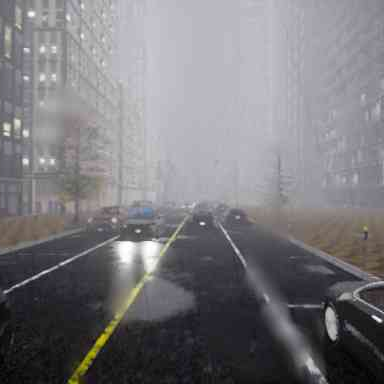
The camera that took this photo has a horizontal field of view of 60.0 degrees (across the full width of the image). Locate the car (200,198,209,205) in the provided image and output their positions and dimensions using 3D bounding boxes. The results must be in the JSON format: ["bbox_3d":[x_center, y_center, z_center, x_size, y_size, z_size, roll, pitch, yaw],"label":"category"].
[{"bbox_3d":[3.306,2.384,88.685,2.097,1.767,4.553,0,-1,2],"label":"car"}]

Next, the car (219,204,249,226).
[{"bbox_3d":[3.389,1.894,26.286,1.947,1.339,4.313,0,-1,2],"label":"car"}]

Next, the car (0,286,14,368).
[{"bbox_3d":[-3.079,1.495,1.971,2.128,1.511,4.902,0,-1,2],"label":"car"}]

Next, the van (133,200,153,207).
[{"bbox_3d":[-4.832,1.681,32.171,1.690,1.788,3.998,0,-1,2],"label":"van"}]

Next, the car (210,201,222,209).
[{"bbox_3d":[4.338,2.285,60.126,1.947,1.339,4.313,0,-1,2],"label":"car"}]

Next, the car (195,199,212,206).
[{"bbox_3d":[1.341,2.096,45.479,1.994,1.385,4.181,0,-1,2],"label":"car"}]

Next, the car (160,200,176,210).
[{"bbox_3d":[-4.197,2.181,54.723,1.802,1.307,4.206,0,-1,2],"label":"car"}]

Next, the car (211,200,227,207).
[{"bbox_3d":[3.864,2.090,43.206,1.947,1.339,4.313,0,-1,2],"label":"car"}]

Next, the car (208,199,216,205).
[{"bbox_3d":[4.971,2.521,82.687,1.887,1.381,4.507,0,-1,2],"label":"car"}]

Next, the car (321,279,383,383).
[{"bbox_3d":[2.885,1.615,3.724,2.008,1.369,4.403,0,-1,2],"label":"car"}]

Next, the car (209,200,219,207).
[{"bbox_3d":[4.655,2.414,71.407,1.947,1.339,4.313,0,-1,2],"label":"car"}]

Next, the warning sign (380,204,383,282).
[{"bbox_3d":[5.263,1.241,7.622,1.300,1.860,1.060,1,0,2],"label":"warning sign"}]

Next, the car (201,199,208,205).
[{"bbox_3d":[3.108,2.470,82.717,1.837,1.490,4.892,0,-1,2],"label":"car"}]

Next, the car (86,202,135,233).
[{"bbox_3d":[-5.147,1.648,20.892,1.967,1.590,4.097,0,-1,2],"label":"car"}]

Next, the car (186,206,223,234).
[{"bbox_3d":[0.660,1.814,21.109,1.994,1.385,4.181,0,-1,2],"label":"car"}]

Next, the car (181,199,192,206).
[{"bbox_3d":[-0.993,2.296,72.721,1.882,1.535,5.008,0,-1,2],"label":"car"}]

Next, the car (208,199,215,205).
[{"bbox_3d":[5.135,2.568,88.498,1.752,1.417,4.829,0,-1,2],"label":"car"}]

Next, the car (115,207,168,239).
[{"bbox_3d":[-2.612,1.761,18.386,1.994,1.385,4.181,0,-1,2],"label":"car"}]

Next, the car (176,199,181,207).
[{"bbox_3d":[-3.881,2.295,66.000,1.947,1.339,4.313,0,-1,2],"label":"car"}]
